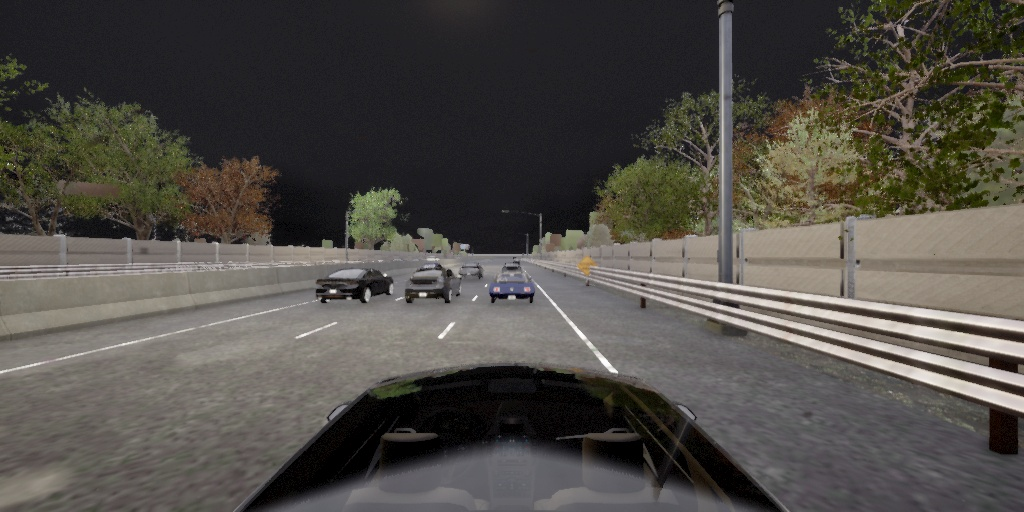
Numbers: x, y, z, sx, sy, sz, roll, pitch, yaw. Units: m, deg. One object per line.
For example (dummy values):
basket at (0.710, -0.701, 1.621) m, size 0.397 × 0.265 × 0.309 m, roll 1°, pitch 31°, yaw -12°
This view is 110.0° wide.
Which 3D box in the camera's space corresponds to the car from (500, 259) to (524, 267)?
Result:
car at (0.000, 1.284, 31.500) m, size 1.837 × 1.490 × 4.892 m, roll 0°, pitch 0°, yaw 0°

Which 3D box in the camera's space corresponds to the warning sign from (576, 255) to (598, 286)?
warning sign at (4.550, 0.871, 21.754) m, size 1.300 × 1.860 × 1.060 m, roll 0°, pitch 0°, yaw 0°

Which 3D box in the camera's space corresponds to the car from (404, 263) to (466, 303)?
car at (-3.500, 1.270, 16.500) m, size 1.837 × 1.490 × 4.892 m, roll 0°, pitch 0°, yaw 0°

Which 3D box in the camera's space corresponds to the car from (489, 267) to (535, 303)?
car at (0.000, 1.370, 16.530) m, size 1.895 × 1.301 × 4.718 m, roll 0°, pitch 0°, yaw 0°

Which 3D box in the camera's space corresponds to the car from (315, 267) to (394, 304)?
car at (-7.000, 1.238, 16.500) m, size 1.882 × 1.535 × 5.008 m, roll 0°, pitch 0°, yaw 0°

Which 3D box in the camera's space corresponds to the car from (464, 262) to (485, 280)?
car at (-3.500, 1.262, 31.501) m, size 2.128 × 1.511 × 4.902 m, roll 0°, pitch 0°, yaw 0°
